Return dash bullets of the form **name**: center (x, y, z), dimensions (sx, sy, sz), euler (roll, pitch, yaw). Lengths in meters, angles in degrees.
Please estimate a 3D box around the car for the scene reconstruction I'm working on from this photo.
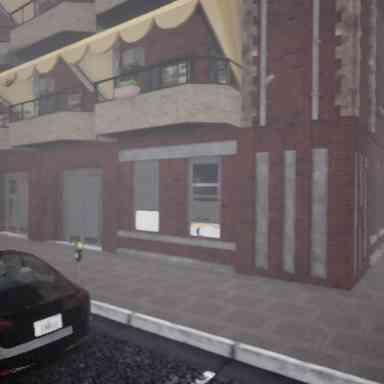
- **car**: center (-3.349, 1.579, 5.058), dimensions (4.313, 1.339, 1.947), euler (0, 1, 36)
